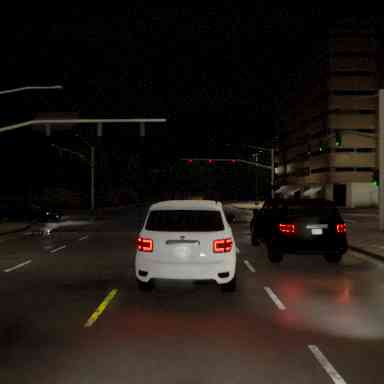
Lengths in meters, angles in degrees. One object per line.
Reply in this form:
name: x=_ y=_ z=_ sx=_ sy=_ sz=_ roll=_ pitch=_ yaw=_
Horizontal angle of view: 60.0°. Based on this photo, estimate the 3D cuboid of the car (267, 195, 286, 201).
car: x=21.833 y=1.512 z=86.237 sx=4.674 sy=1.442 sz=1.812 roll=0 pitch=0 yaw=-22

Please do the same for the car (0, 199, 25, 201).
car: x=-15.195 y=1.403 z=29.267 sx=4.553 sy=1.767 sz=2.097 roll=0 pitch=0 yaw=0

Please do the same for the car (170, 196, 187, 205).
car: x=-2.431 y=1.496 z=60.822 sx=1.837 sy=1.490 sz=4.892 roll=0 pitch=0 yaw=13

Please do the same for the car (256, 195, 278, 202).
car: x=18.195 y=1.528 z=80.211 sx=5.357 sy=1.411 sz=2.033 roll=0 pitch=0 yaw=-34

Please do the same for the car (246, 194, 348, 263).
car: x=3.576 y=1.220 z=12.156 sx=2.150 sy=2.045 sz=5.566 roll=0 pitch=0 yaw=0

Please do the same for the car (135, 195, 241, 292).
car: x=0.015 y=1.220 z=9.130 sx=2.150 sy=2.045 sz=5.566 roll=0 pitch=0 yaw=4

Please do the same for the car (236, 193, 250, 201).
car: x=13.067 y=1.214 z=80.719 sx=5.566 sy=2.045 sz=2.150 roll=0 pitch=0 yaw=-41

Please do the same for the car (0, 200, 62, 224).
car: x=-12.139 y=1.560 z=24.988 sx=4.674 sy=1.442 sz=1.812 roll=-1 pitch=-1 yaw=13

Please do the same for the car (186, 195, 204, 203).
car: x=0.656 y=1.468 z=70.349 sx=1.882 sy=1.535 sz=5.008 roll=0 pitch=0 yaw=23

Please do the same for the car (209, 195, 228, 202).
car: x=6.374 y=1.514 z=78.980 sx=2.128 sy=1.511 sz=4.902 roll=0 pitch=0 yaw=38

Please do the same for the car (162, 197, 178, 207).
car: x=-3.367 y=1.497 z=51.586 sx=1.837 sy=1.490 sz=4.892 roll=0 pitch=0 yaw=3
